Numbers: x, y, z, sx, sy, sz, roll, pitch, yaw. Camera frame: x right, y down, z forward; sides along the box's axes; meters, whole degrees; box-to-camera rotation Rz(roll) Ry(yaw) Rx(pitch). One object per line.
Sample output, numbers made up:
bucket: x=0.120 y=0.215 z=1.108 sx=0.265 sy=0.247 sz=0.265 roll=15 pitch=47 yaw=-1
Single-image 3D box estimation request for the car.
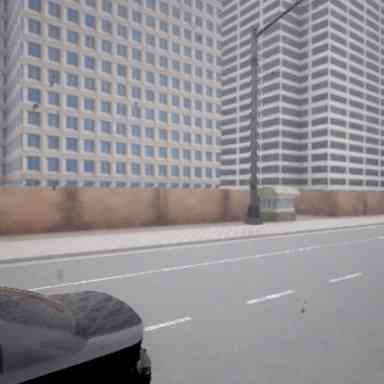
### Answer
car: x=-2.680 y=1.470 z=2.070 sx=5.008 sy=1.535 sz=1.882 roll=0 pitch=0 yaw=-36
